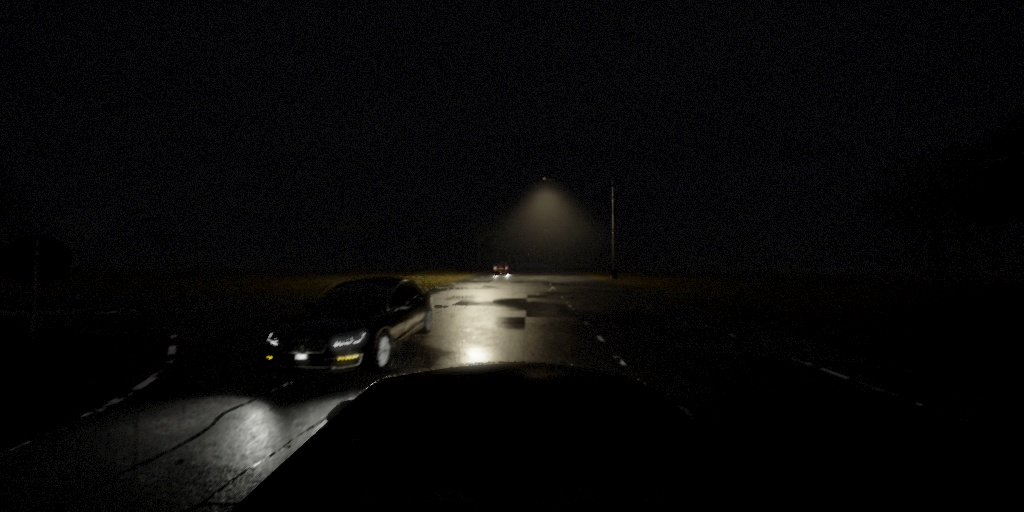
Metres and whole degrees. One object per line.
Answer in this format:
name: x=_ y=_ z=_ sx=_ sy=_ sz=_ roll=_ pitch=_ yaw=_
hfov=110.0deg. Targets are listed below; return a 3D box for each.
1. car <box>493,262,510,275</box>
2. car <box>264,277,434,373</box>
car: x=-1.391 y=1.577 z=48.582 sx=2.097 sy=1.767 sz=4.553 roll=0 pitch=-1 yaw=2
car: x=-3.104 y=1.273 z=7.901 sx=1.837 sy=1.490 sz=4.892 roll=0 pitch=0 yaw=3
